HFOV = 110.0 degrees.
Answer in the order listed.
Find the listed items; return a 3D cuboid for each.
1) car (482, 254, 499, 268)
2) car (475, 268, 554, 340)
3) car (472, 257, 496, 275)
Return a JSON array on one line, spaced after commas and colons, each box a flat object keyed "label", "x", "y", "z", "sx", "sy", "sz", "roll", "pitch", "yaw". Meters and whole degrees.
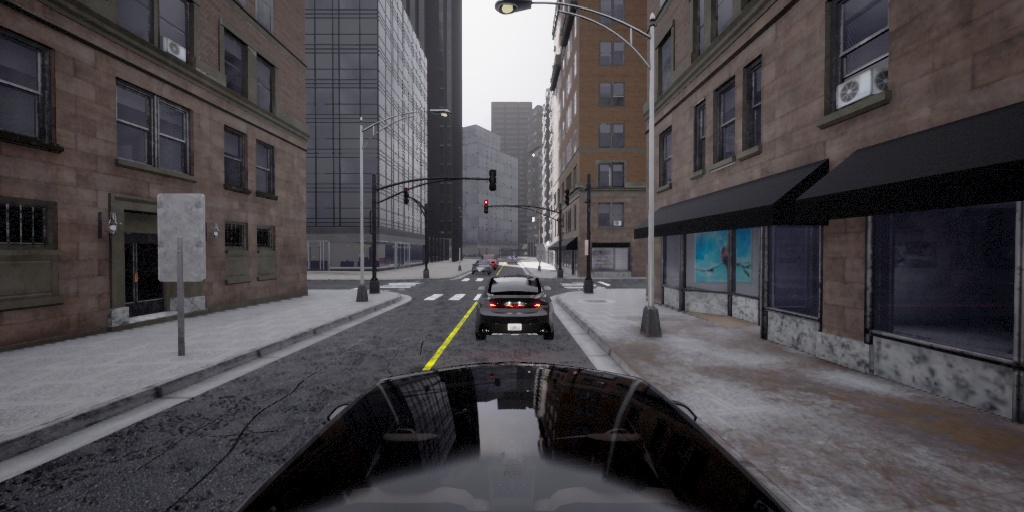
[{"label": "car", "x": -3.150, "y": 0.809, "z": 48.281, "sx": 2.150, "sy": 2.045, "sz": 5.566, "roll": 0, "pitch": 1, "yaw": 0}, {"label": "car", "x": 0.070, "y": 1.252, "z": 9.987, "sx": 1.837, "sy": 1.490, "sz": 4.892, "roll": 0, "pitch": 0, "yaw": 0}, {"label": "car", "x": -3.133, "y": 1.163, "z": 37.976, "sx": 2.128, "sy": 1.511, "sz": 4.902, "roll": 0, "pitch": 0, "yaw": 0}]
